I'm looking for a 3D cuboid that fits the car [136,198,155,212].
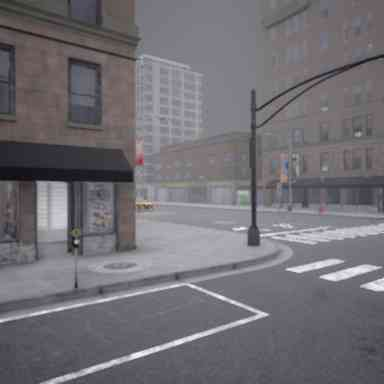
[{"bbox_3d":[-6.074,1.382,37.921,1.882,1.535,5.008,0,0,-36],"label":"car"}]
